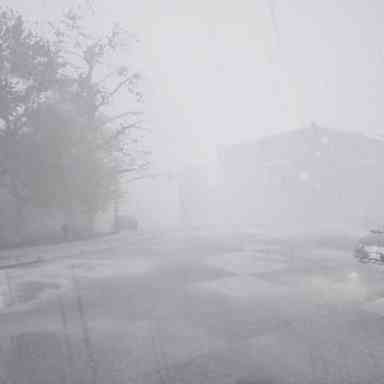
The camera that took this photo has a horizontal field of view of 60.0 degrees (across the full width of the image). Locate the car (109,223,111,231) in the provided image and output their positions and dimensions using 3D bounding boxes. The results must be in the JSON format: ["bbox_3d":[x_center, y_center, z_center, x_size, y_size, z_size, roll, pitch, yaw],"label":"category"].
[{"bbox_3d":[-11.858,5.239,51.657,1.882,1.535,5.008,0,-5,-15],"label":"car"}]

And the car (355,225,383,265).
[{"bbox_3d":[7.622,1.723,11.550,4.902,1.511,2.128,1,-1,-33],"label":"car"}]

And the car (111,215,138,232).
[{"bbox_3d":[-8.442,3.985,42.243,2.150,2.045,5.566,0,-6,-23],"label":"car"}]
